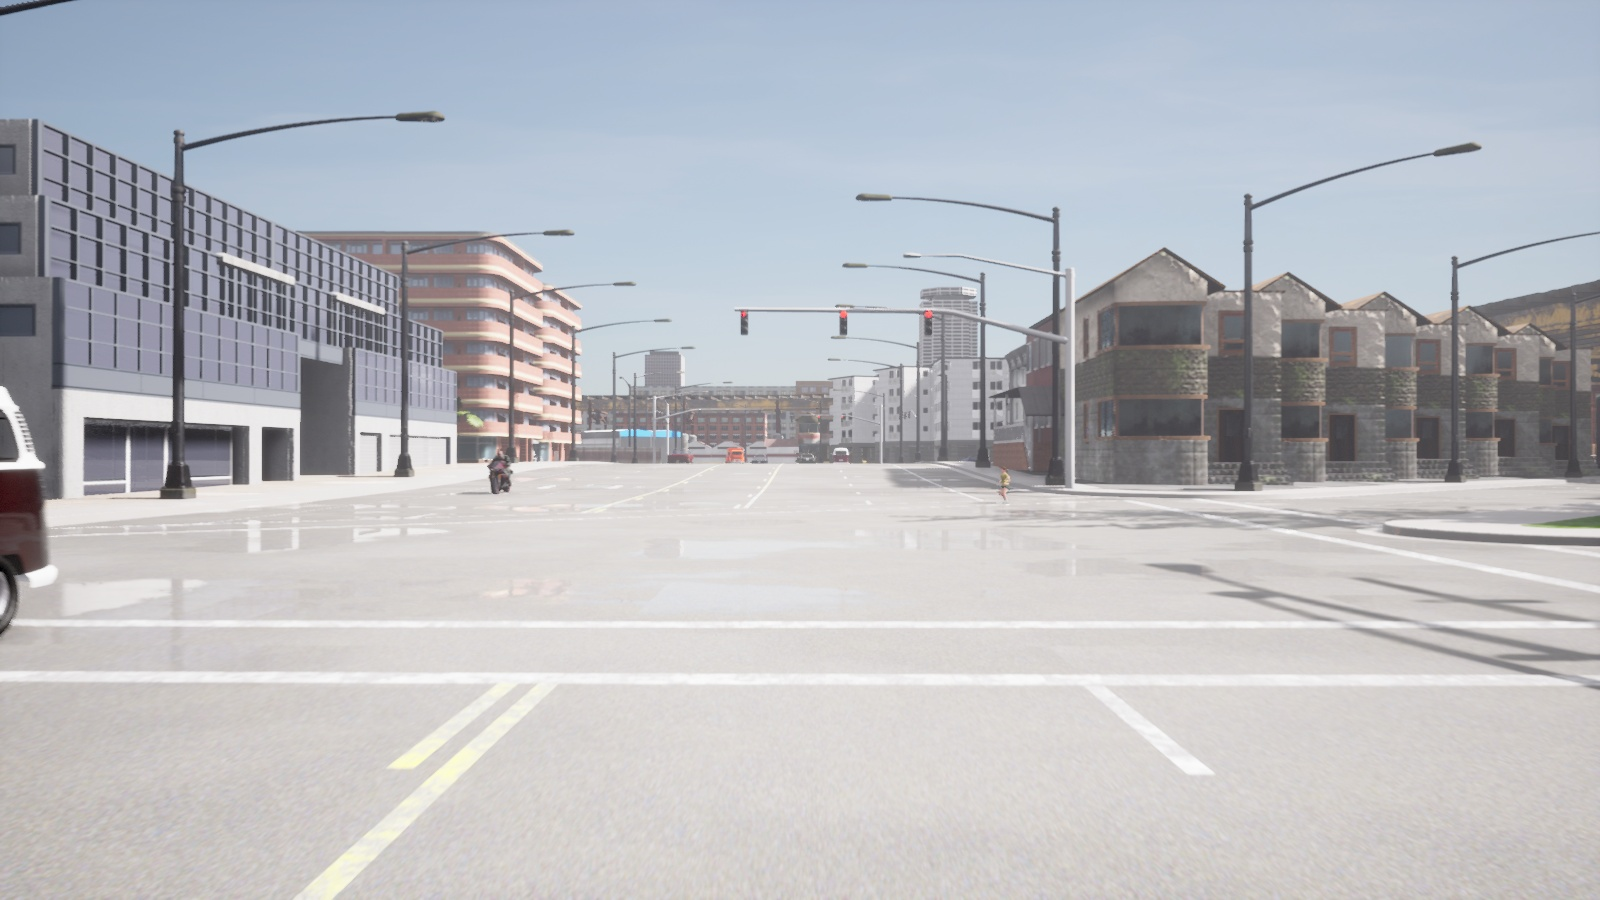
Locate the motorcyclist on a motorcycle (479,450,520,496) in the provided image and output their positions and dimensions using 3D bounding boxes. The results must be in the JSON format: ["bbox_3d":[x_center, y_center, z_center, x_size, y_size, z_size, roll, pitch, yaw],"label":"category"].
[{"bbox_3d":[-10.242,0.776,42.869,0.866,1.530,2.191,0,0,0],"label":"motorcyclist on a motorcycle"}]

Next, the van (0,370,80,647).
[{"bbox_3d":[-6.938,0.425,8.037,2.069,2.038,4.480,0,0,0],"label":"van"}]

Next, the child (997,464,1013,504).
[{"bbox_3d":[5.766,0.950,35.320,0.394,1.110,0.255,0,0,-26],"label":"child"}]
